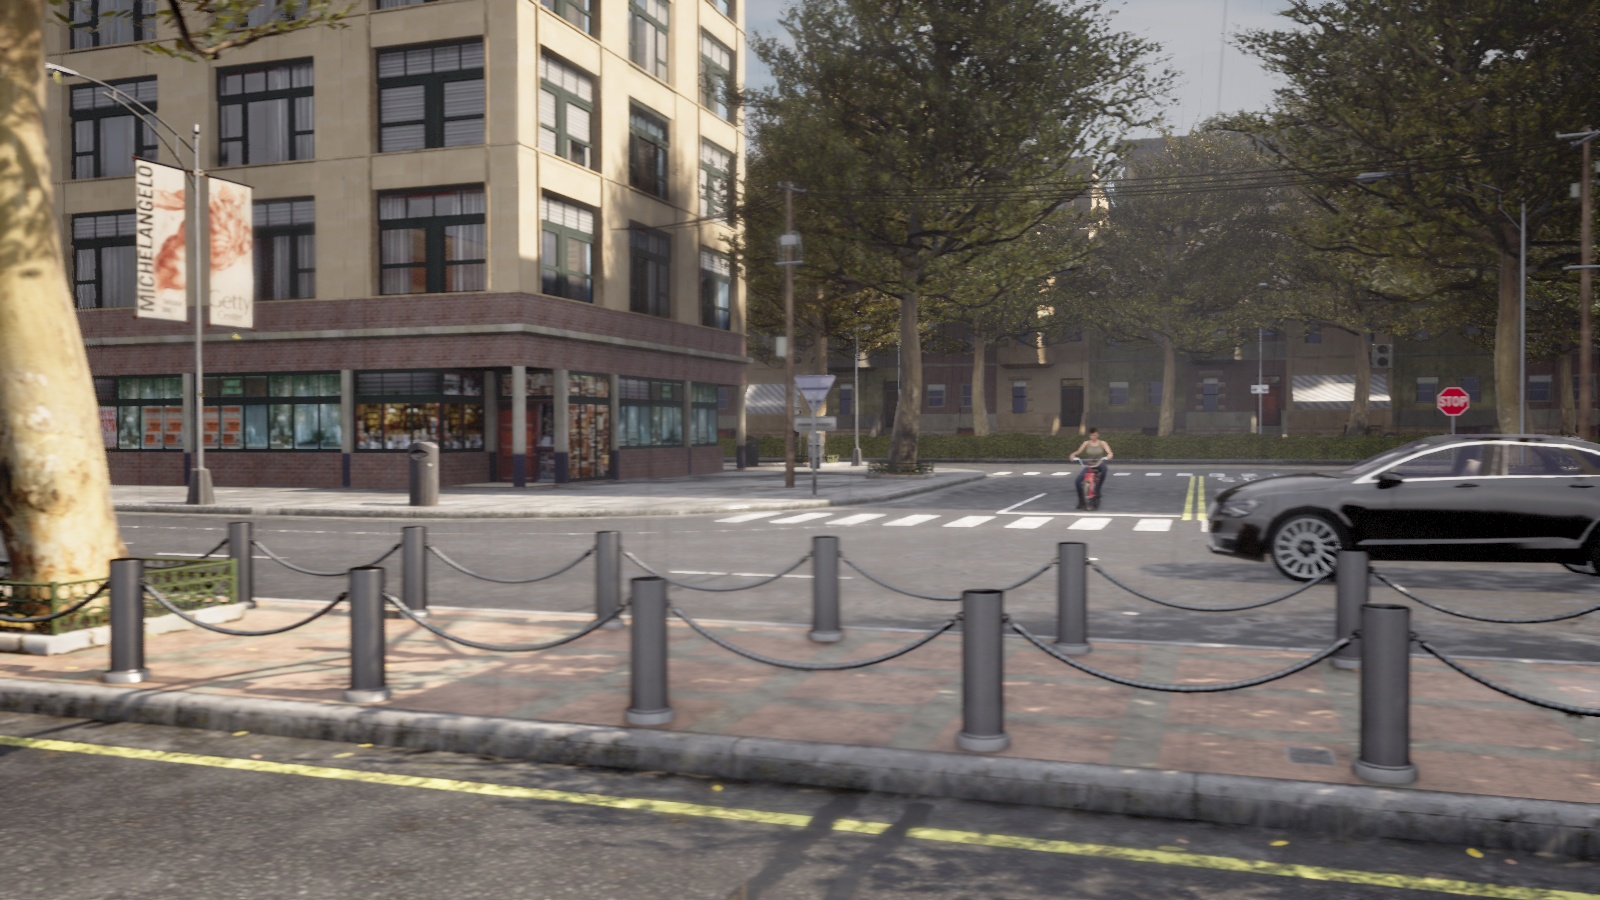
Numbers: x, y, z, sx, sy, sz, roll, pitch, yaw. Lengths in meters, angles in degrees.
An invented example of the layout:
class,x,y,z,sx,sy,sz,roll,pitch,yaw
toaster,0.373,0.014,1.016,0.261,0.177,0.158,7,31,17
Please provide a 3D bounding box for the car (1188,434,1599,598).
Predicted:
class,x,y,z,sx,sy,sz,roll,pitch,yaw
car,6.647,0.598,13.088,4.902,1.511,2.128,1,1,19

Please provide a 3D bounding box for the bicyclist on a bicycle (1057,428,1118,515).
class,x,y,z,sx,sy,sz,roll,pitch,yaw
bicyclist on a bicycle,5.538,0.396,24.150,0.866,1.612,1.509,1,0,23
